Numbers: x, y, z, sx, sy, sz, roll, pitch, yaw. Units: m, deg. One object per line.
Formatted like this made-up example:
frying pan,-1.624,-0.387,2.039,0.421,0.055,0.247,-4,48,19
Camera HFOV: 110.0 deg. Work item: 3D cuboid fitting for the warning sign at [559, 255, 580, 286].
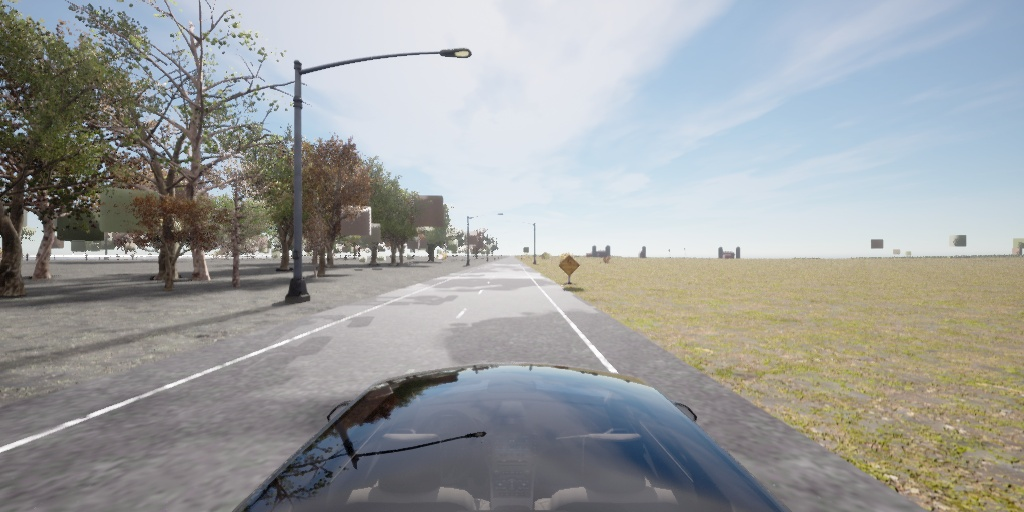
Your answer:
warning sign,3.550,0.868,22.164,1.300,1.860,1.060,0,0,0
